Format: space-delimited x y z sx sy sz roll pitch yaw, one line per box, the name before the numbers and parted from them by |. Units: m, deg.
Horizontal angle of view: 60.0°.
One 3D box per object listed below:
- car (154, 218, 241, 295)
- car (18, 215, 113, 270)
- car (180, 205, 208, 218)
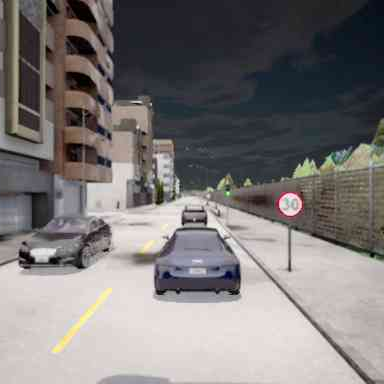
car | 0.122 1.633 8.965 1.994 1.385 4.181 0 0 0
car | -4.061 1.578 11.473 2.128 1.511 4.902 0 0 0
car | 0.122 1.680 24.797 2.128 1.511 4.902 0 0 -1
